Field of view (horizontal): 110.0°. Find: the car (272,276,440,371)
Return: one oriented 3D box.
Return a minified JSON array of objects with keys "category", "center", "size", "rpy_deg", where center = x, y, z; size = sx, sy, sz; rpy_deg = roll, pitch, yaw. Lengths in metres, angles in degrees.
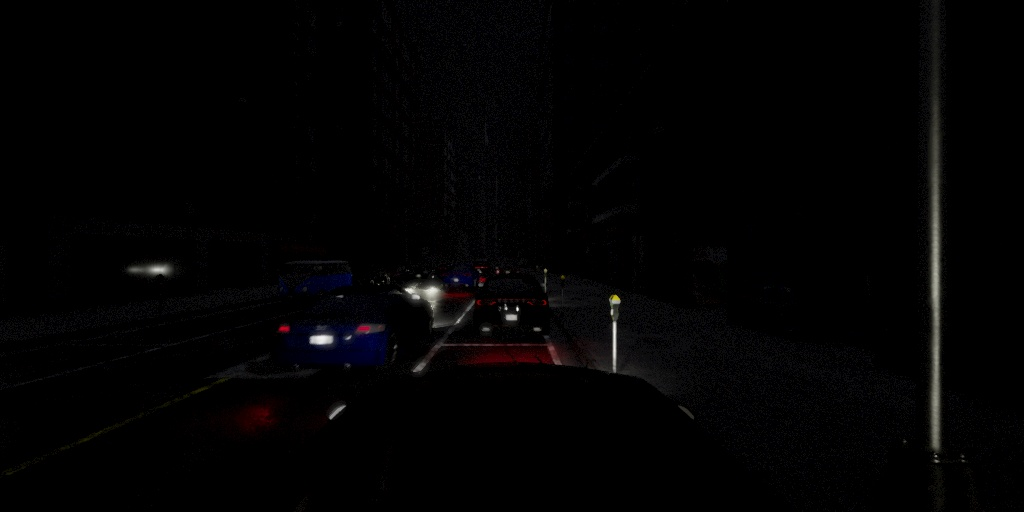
[{"category":"car","center":[-3.048,1.314,7.745],"size":[1.994,1.385,4.181],"rpy_deg":[0,0,0]}]

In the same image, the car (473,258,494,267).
[{"category":"car","center":[-3.048,1.262,36.710],"size":[1.837,1.490,4.892],"rpy_deg":[0,0,0]}]

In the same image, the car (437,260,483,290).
[{"category":"car","center":[-3.147,1.230,22.771],"size":[1.882,1.535,5.008],"rpy_deg":[0,0,0]}]

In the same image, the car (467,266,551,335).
[{"category":"car","center":[-0.006,1.228,10.500],"size":[1.882,1.535,5.008],"rpy_deg":[0,0,0]}]

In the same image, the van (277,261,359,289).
[{"category":"van","center":[-8.813,1.092,16.328],"size":[1.690,1.789,3.998],"rpy_deg":[0,0,0]}]

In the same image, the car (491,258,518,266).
[{"category":"car","center":[-0.288,1.193,27.330],"size":[1.967,1.591,4.097],"rpy_deg":[0,0,0]}]

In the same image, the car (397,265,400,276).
[{"category":"car","center":[-8.813,1.335,27.331],"size":[1.802,1.307,4.207],"rpy_deg":[0,0,0]}]

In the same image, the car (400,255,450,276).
[{"category":"car","center":[-6.255,0.974,26.896],"size":[2.150,2.045,5.566],"rpy_deg":[0,0,0]}]

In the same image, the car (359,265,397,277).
[{"category":"car","center":[-8.813,1.318,21.829],"size":[1.948,1.339,4.313],"rpy_deg":[0,0,0]}]
